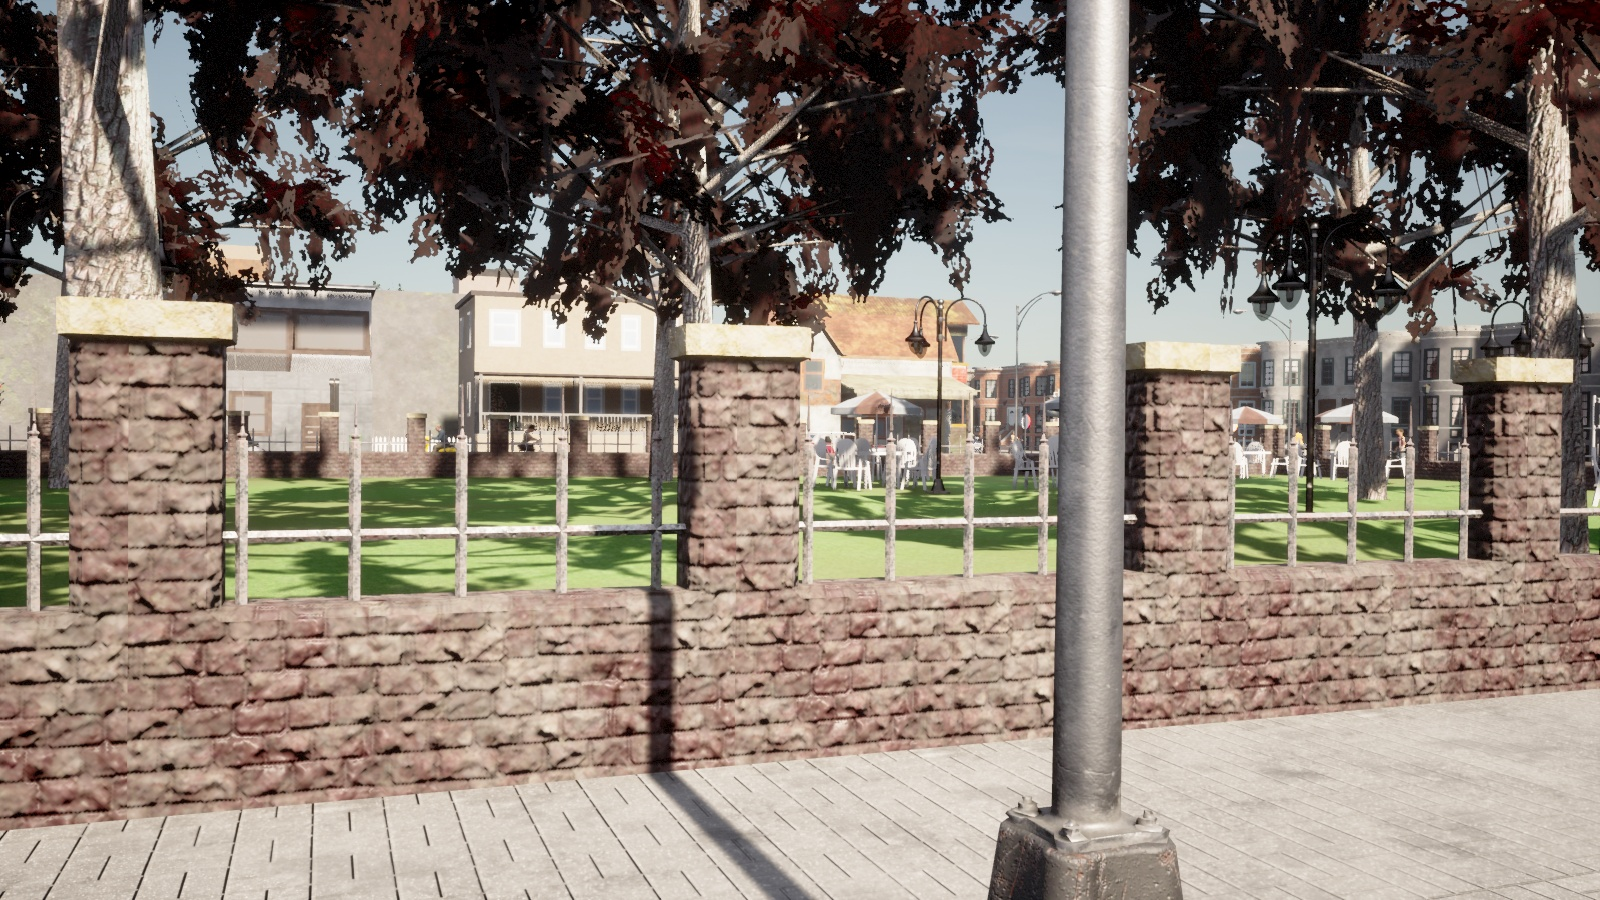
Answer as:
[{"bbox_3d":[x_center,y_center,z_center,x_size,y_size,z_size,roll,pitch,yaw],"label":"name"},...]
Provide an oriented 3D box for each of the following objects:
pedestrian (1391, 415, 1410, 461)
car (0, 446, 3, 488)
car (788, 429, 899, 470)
[{"bbox_3d":[23.774,-0.470,49.725,0.594,1.836,0.345,-1,1,5],"label":"pedestrian"},{"bbox_3d":[-26.898,0.576,37.693,4.718,1.301,1.895,-1,1,-21],"label":"car"},{"bbox_3d":[1.676,-0.044,48.533,3.806,1.475,1.970,-1,1,-21],"label":"car"}]
